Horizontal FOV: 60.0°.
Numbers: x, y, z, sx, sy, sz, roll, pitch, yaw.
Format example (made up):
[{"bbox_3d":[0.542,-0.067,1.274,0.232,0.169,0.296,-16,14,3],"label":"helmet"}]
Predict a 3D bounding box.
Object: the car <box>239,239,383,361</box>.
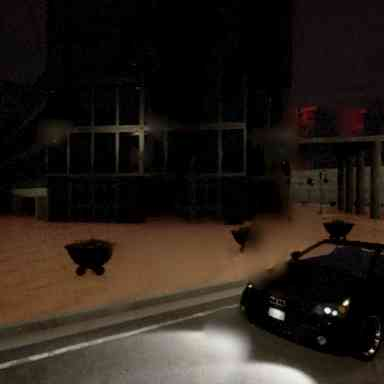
[{"bbox_3d":[2.848,1.605,6.015,4.181,1.385,1.994,0,0,-36],"label":"car"}]
